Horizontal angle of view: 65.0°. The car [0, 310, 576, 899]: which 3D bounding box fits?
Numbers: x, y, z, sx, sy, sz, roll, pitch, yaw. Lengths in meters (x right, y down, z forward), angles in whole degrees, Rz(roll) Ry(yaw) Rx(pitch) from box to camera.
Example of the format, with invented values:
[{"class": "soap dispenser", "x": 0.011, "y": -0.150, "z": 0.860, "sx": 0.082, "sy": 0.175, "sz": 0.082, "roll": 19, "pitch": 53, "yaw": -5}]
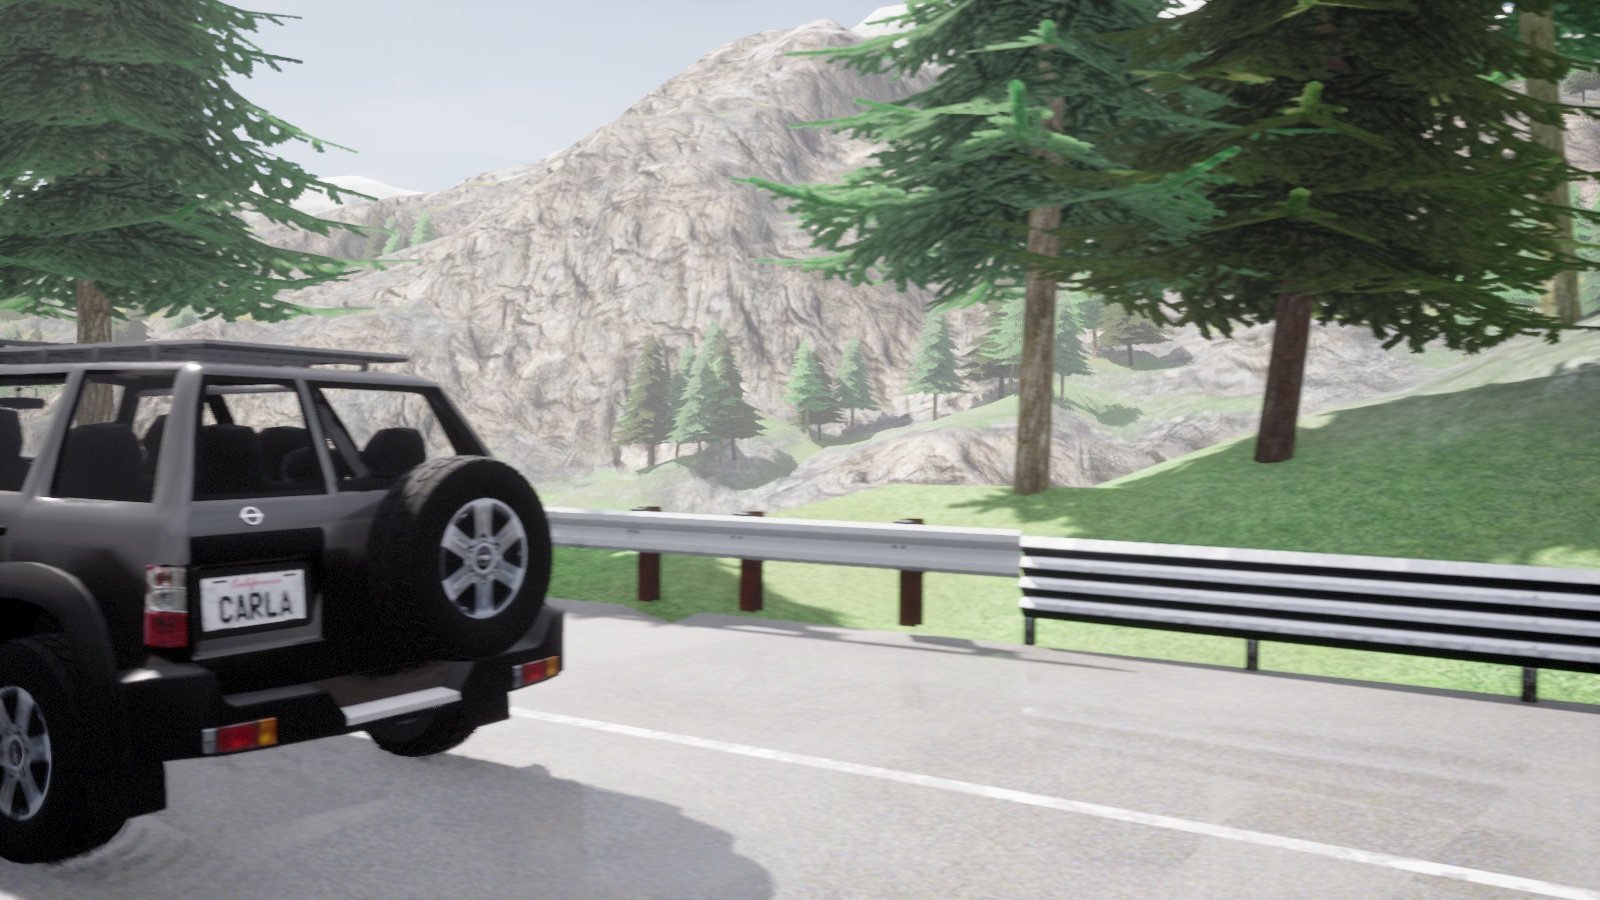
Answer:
[{"class": "car", "x": -3.438, "y": 0.501, "z": 5.724, "sx": 4.605, "sy": 1.855, "sz": 1.932, "roll": 0, "pitch": 1, "yaw": 31}]
